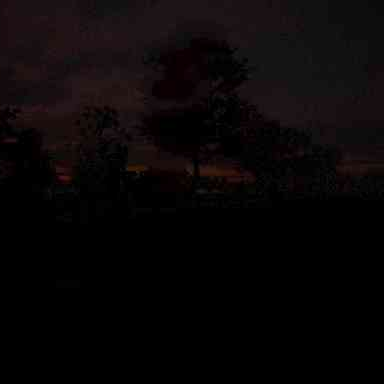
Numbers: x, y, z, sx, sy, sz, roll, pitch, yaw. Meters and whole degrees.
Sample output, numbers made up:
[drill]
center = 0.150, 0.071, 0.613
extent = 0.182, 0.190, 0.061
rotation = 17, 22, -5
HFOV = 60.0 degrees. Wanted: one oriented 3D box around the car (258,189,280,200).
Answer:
[car]
center = 12.000, 0.344, 51.516
extent = 1.882, 1.535, 5.008
rotation = 1, 2, 37
